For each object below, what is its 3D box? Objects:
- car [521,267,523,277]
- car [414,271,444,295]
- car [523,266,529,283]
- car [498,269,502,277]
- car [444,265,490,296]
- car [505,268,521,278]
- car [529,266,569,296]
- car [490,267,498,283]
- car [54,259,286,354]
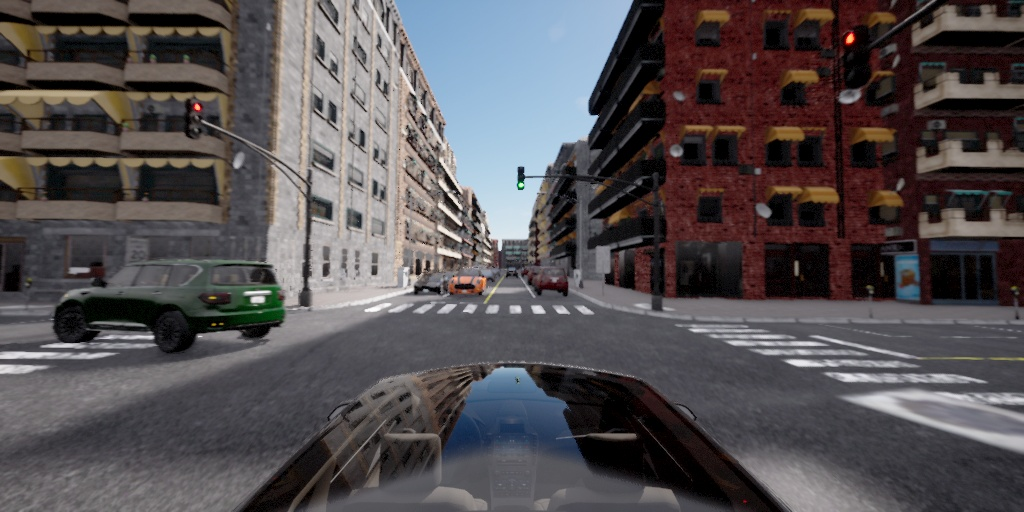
[{"bbox_3d":[2.553,2.466,57.617,2.192,1.841,5.009,0,0,0],"label":"car"},{"bbox_3d":[-5.319,1.804,24.227,1.948,1.339,4.313,0,0,0],"label":"car"},{"bbox_3d":[2.559,1.903,35.393,2.192,1.841,5.009,0,0,0],"label":"car"},{"bbox_3d":[-2.755,2.616,58.449,2.128,1.511,4.902,1,-2,0],"label":"car"},{"bbox_3d":[-2.841,1.609,23.773,2.097,1.767,4.553,1,-1,0],"label":"car"},{"bbox_3d":[-0.003,2.516,53.448,1.837,1.490,4.892,1,-1,0],"label":"car"},{"bbox_3d":[2.562,1.646,24.272,2.192,1.841,5.009,0,0,0],"label":"car"},{"bbox_3d":[-2.846,2.146,39.339,1.812,1.442,4.674,1,-1,0],"label":"car"},{"bbox_3d":[-8.565,1.128,9.144,5.566,2.045,2.150,0,-4,15],"label":"car"}]
